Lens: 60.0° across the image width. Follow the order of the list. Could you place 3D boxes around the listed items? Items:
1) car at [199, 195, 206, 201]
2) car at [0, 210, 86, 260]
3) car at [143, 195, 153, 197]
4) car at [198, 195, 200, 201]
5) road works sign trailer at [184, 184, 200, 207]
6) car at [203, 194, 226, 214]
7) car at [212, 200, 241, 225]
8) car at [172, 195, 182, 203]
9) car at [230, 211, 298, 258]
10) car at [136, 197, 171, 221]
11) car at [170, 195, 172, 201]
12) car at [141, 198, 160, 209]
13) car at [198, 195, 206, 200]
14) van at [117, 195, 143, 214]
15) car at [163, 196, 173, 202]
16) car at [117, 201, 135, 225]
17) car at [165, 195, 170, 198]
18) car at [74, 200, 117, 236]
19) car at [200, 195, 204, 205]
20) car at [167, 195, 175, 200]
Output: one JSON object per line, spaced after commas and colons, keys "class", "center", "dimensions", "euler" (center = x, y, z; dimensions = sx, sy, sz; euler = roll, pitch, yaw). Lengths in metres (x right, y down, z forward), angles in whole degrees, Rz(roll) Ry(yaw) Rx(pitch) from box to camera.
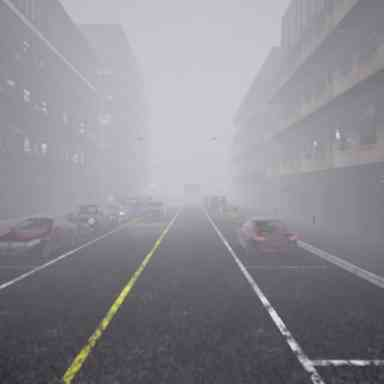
{"class": "car", "center": [2.654, 1.540, 85.442], "dimensions": [1.752, 1.417, 4.829], "euler": [-1, 0, 0]}
{"class": "car", "center": [-5.671, 1.583, 12.472], "dimensions": [1.802, 1.307, 4.206], "euler": [-1, 0, 0]}
{"class": "car", "center": [-5.706, 1.320, 40.482], "dimensions": [2.192, 1.841, 5.009], "euler": [-1, 0, 0]}
{"class": "car", "center": [2.660, 1.323, 57.262], "dimensions": [2.192, 1.841, 5.009], "euler": [-1, 0, 0]}
{"class": "road works sign trailer", "center": [-0.012, 0.471, 51.906], "dimensions": [2.380, 3.560, 2.880], "euler": [0, 0, 1]}
{"class": "car", "center": [2.666, 1.319, 34.854], "dimensions": [2.192, 1.841, 5.009], "euler": [-1, 0, 0]}
{"class": "car", "center": [2.673, 1.528, 23.820], "dimensions": [1.752, 1.417, 4.829], "euler": [-1, 0, 0]}
{"class": "car", "center": [-3.022, 1.526, 68.778], "dimensions": [2.128, 1.511, 4.902], "euler": [0, 0, 0]}
{"class": "car", "center": [2.677, 1.583, 12.446], "dimensions": [1.802, 1.307, 4.206], "euler": [-1, 0, 0]}
{"class": "car", "center": [-3.107, 1.481, 27.633], "dimensions": [1.882, 1.535, 5.008], "euler": [0, 0, 0]}
{"class": "car", "center": [-5.720, 1.593, 68.492], "dimensions": [1.802, 1.307, 4.206], "euler": [-1, 0, 0]}
{"class": "car", "center": [-5.721, 1.557, 46.084], "dimensions": [2.008, 1.369, 4.403], "euler": [-1, 0, 0]}
{"class": "car", "center": [2.653, 1.582, 90.874], "dimensions": [1.947, 1.339, 4.313], "euler": [-1, 0, 0]}
{"class": "van", "center": [-5.679, 1.345, 29.278], "dimensions": [1.690, 1.788, 3.998], "euler": [-1, 0, 0]}
{"class": "car", "center": [-5.724, 1.564, 79.697], "dimensions": [2.008, 1.369, 4.403], "euler": [-1, 0, 0]}
{"class": "car", "center": [-5.674, 1.554, 23.676], "dimensions": [2.008, 1.369, 4.403], "euler": [-1, 0, 0]}
{"class": "car", "center": [-5.719, 1.591, 62.890], "dimensions": [1.802, 1.307, 4.206], "euler": [-1, 0, 0]}
{"class": "car", "center": [-5.674, 1.442, 18.073], "dimensions": [1.967, 1.590, 4.097], "euler": [-1, 0, 0]}
{"class": "car", "center": [2.663, 1.321, 46.058], "dimensions": [2.192, 1.841, 5.009], "euler": [-1, 0, 0]}
{"class": "car", "center": [-5.727, 1.567, 90.900], "dimensions": [2.008, 1.369, 4.403], "euler": [-1, 0, 0]}
